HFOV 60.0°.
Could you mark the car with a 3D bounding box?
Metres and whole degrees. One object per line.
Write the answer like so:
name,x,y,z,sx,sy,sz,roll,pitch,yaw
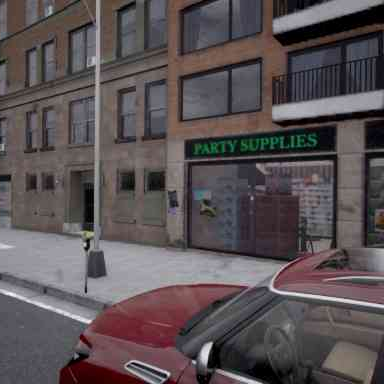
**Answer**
car,1.282,1.315,2.152,5.009,1.841,2.192,0,1,35
